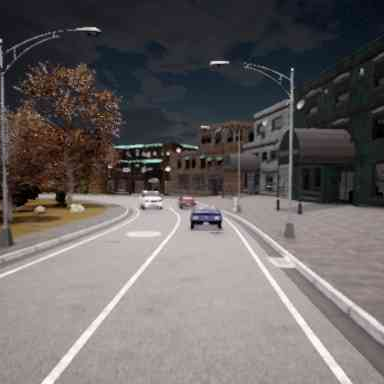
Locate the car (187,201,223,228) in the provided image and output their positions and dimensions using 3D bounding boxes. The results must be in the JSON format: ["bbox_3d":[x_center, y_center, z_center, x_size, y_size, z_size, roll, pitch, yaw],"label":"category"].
[{"bbox_3d":[0.822,1.481,21.127,1.895,1.301,4.718,0,1,0],"label":"car"}]

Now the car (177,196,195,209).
[{"bbox_3d":[-0.650,1.146,38.854,1.812,1.442,4.674,0,1,-7],"label":"car"}]

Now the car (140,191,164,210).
[{"bbox_3d":[-4.569,0.895,36.940,2.150,2.045,5.566,0,1,-14],"label":"car"}]
